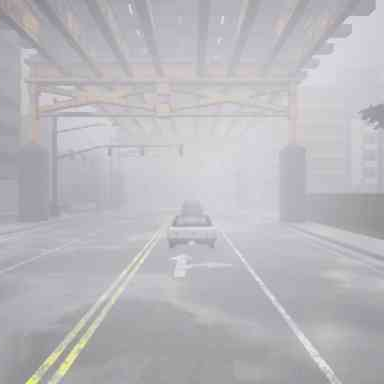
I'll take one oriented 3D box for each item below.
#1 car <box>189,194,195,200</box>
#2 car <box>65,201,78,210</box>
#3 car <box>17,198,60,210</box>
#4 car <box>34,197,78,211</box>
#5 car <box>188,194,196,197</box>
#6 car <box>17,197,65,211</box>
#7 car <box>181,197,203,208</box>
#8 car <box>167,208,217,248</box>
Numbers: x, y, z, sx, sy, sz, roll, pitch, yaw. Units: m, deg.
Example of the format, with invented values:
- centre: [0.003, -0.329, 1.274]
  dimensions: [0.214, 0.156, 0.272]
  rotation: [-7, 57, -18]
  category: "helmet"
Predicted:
- centre: [0.000, 1.309, 93.999]
  dimensions: [1.882, 1.535, 5.008]
  rotation: [0, 1, 0]
  category: "car"
- centre: [-16.811, 1.292, 41.243]
  dimensions: [4.536, 1.218, 1.853]
  rotation: [0, 0, -20]
  category: "car"
- centre: [-17.136, 1.292, 37.124]
  dimensions: [4.536, 1.218, 1.853]
  rotation: [0, 0, 25]
  category: "car"
- centre: [-16.762, 1.450, 41.261]
  dimensions: [4.974, 1.542, 2.038]
  rotation: [0, 0, -20]
  category: "car"
- centre: [0.000, 1.445, 80.251]
  dimensions: [1.837, 1.490, 4.892]
  rotation: [0, 0, 0]
  category: "car"
- centre: [-17.088, 1.450, 37.103]
  dimensions: [4.974, 1.542, 2.038]
  rotation: [0, 0, 25]
  category: "car"
- centre: [0.000, 1.493, 29.650]
  dimensions: [2.128, 1.511, 4.902]
  rotation: [0, 0, 0]
  category: "car"
- centre: [0.000, 1.614, 14.680]
  dimensions: [1.895, 1.301, 4.718]
  rotation: [0, 0, 0]
  category: "car"
